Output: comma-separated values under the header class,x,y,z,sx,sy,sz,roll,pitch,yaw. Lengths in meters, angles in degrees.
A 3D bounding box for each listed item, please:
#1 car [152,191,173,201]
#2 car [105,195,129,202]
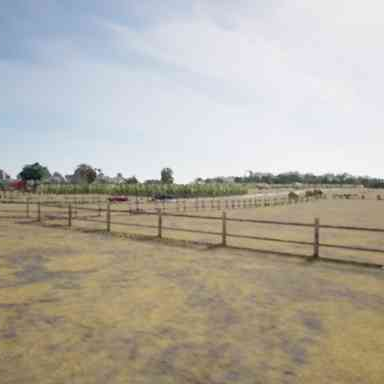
class,x,y,z,sx,sy,sz,roll,pitch,yaw
car,-6.794,0.897,75.951,2.150,2.045,5.566,0,0,36
car,-14.643,1.394,65.165,1.882,1.535,5.008,0,0,36
